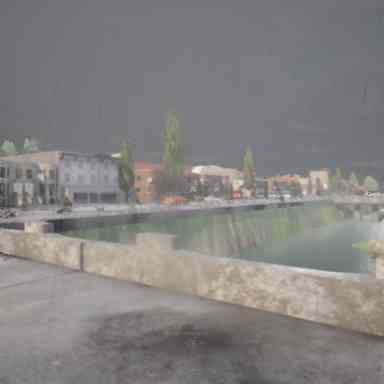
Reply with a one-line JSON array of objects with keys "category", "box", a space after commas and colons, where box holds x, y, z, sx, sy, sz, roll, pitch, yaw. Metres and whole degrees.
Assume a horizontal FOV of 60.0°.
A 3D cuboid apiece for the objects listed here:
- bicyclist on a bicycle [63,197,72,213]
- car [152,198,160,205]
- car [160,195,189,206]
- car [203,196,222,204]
[{"category": "bicyclist on a bicycle", "box": [-12.415, 1.305, 33.139, 1.656, 1.620, 0.582, 0, 0, 35]}, {"category": "car", "box": [-4.962, 1.509, 57.970, 1.994, 1.385, 4.181, 0, 0, 36]}, {"category": "car", "box": [-2.476, 1.305, 54.419, 2.097, 1.767, 4.553, 0, 0, 36]}, {"category": "car", "box": [3.936, 1.476, 63.483, 1.812, 1.442, 4.674, 0, 0, 35]}]
